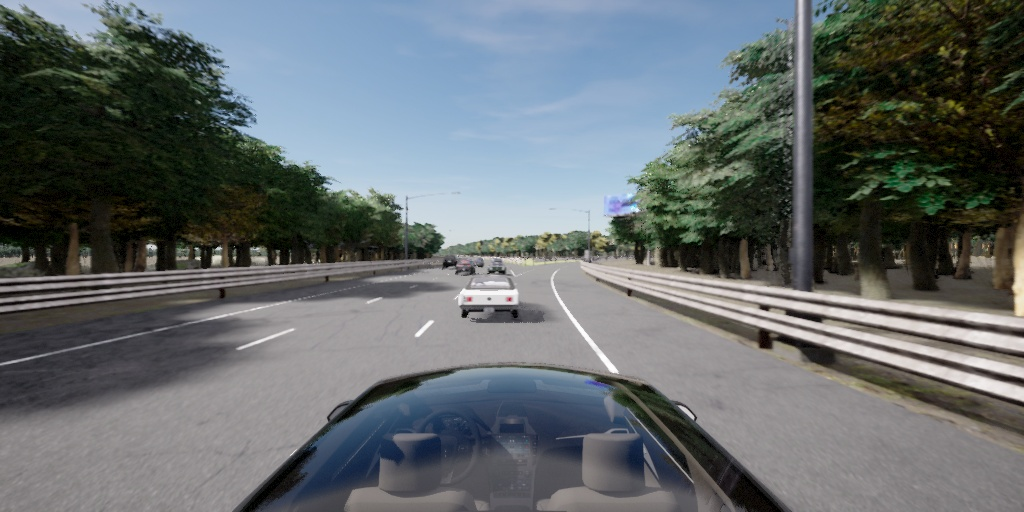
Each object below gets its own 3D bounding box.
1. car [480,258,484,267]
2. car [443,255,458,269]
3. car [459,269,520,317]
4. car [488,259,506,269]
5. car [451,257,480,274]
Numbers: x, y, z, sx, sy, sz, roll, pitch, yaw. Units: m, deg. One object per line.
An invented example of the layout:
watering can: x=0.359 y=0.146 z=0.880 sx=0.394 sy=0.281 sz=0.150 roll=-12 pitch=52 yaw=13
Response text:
car: x=-6.009 y=1.273 z=63.836 sx=1.994 sy=1.385 sz=4.181 roll=0 pitch=0 yaw=-3
car: x=-9.008 y=0.907 z=53.757 sx=2.150 sy=2.045 sz=5.566 roll=0 pitch=0 yaw=-3
car: x=-0.762 y=1.341 z=13.107 sx=1.895 sy=1.301 sz=4.718 roll=0 pitch=0 yaw=-2
car: x=-1.531 y=1.304 z=36.967 sx=1.895 sy=1.301 sz=4.718 roll=0 pitch=0 yaw=-2
car: x=-4.998 y=1.183 z=39.016 sx=2.128 sy=1.511 sz=4.902 roll=0 pitch=0 yaw=-2
